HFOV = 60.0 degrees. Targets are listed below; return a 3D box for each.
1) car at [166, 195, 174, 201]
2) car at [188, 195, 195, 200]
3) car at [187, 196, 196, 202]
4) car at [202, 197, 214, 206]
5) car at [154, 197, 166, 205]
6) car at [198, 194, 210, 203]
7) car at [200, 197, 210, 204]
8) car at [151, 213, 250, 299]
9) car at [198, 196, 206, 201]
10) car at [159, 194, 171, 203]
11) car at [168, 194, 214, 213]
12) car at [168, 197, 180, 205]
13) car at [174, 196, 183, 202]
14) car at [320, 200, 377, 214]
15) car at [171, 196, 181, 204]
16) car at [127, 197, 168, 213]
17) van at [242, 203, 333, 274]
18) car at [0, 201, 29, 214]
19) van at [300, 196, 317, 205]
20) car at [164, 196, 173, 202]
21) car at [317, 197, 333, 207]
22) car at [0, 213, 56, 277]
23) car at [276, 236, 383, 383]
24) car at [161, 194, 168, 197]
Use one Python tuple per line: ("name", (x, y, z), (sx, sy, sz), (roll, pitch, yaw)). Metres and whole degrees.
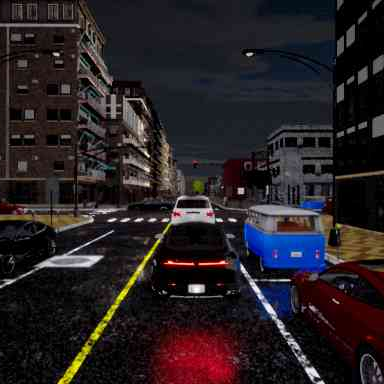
("car", (-5.872, 1.617, 88.099), (1.752, 1.417, 4.829), (0, 0, 0))
("car", (-0.191, 1.584, 91.885), (1.895, 1.301, 4.718), (0, 0, 0))
("car", (-0.170, 1.618, 81.435), (2.033, 1.411, 5.357), (0, 0, 0))
("car", (2.578, 1.562, 55.222), (1.752, 1.417, 4.829), (0, 0, 0))
("car", (-5.814, 1.569, 60.402), (1.752, 1.417, 4.829), (0, 0, 0))
("car", (2.544, 1.375, 71.670), (2.192, 1.841, 5.009), (0, 0, 0))
("car", (2.555, 1.633, 66.130), (1.802, 1.307, 4.206), (0, 0, 0))
("car", (0.080, 1.506, 8.447), (1.837, 1.490, 4.892), (0, 0, 0))
("car", (2.508, 1.643, 88.287), (2.008, 1.369, 4.403), (0, 0, 0))
("car", (-5.836, 1.375, 71.652), (2.192, 1.841, 5.009), (0, 0, 0))
("car", (0.051, 1.225, 18.448), (2.150, 2.045, 5.566), (0, 0, 0))
("car", (-3.199, 1.642, 59.063), (1.895, 1.301, 4.718), (0, 0, 0))
("car", (-3.164, 1.624, 78.135), (1.994, 1.385, 4.181), (0, 0, 0))
("car", (17.310, 1.628, 36.980), (5.357, 1.411, 2.033), (0, 0, 0))
("car", (-3.156, 1.580, 68.119), (1.812, 1.442, 4.674), (0, 0, 0))
("car", (-4.385, 1.560, 36.885), (5.357, 1.411, 2.033), (0, 0, 0))
("van", (2.639, 1.342, 10.265), (1.690, 1.788, 3.998), (0, 0, 0))
("car", (-17.531, 1.535, 31.034), (4.206, 1.307, 1.802), (0, 0, 0))
("van", (14.817, 1.426, 39.562), (3.998, 1.788, 1.690), (0, 0, 0))
("car", (-5.861, 1.631, 82.730), (2.008, 1.369, 4.403), (0, 0, 0))
("car", (14.857, 1.359, 31.182), (5.009, 1.841, 2.192), (0, 0, 0))
("car", (-5.709, 1.567, 10.273), (1.947, 1.339, 4.313), (0, 0, 0))
("car", (2.651, 1.582, 4.576), (1.802, 1.307, 4.206), (0, 0, 0))
("car", (-3.204, 1.382, 50.120), (2.097, 1.767, 4.553), (0, 0, 0))
